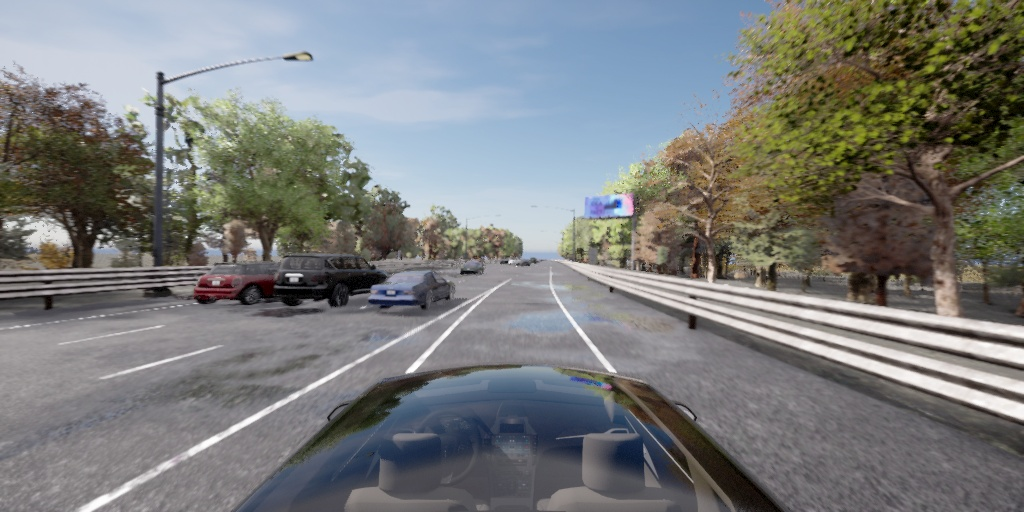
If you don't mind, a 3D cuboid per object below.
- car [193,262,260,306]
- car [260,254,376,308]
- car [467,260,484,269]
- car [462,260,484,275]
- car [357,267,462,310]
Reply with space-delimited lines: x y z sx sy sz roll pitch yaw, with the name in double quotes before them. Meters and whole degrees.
"car" -10.726 1.030 15.388 2.097 1.767 4.553 1 0 6
"car" -7.241 0.932 15.054 2.150 2.045 5.566 1 0 6
"car" -5.964 1.374 58.868 1.812 1.442 4.674 1 0 6
"car" -4.453 1.373 40.536 1.994 1.385 4.181 1 0 6
"car" -3.797 1.288 14.544 2.033 1.411 5.357 0 0 6
